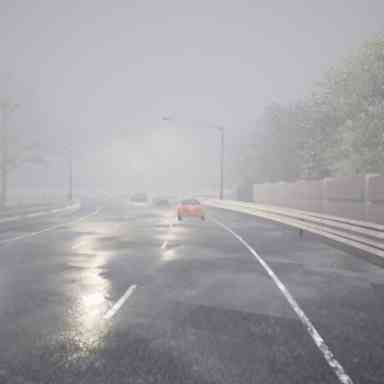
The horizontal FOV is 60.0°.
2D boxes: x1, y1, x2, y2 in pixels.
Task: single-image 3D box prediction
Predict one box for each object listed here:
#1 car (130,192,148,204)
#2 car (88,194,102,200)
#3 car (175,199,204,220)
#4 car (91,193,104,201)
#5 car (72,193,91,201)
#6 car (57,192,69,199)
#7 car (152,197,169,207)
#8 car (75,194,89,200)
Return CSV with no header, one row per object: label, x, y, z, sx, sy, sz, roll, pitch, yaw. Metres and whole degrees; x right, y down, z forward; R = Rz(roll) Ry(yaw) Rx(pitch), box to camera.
car,-9.938,1.090,62.480,2.150,2.045,5.566,1,0,-25
car,-25.593,1.226,87.431,1.994,1.385,4.181,1,0,-42
car,-0.277,1.340,27.986,2.097,1.767,4.553,1,0,-7
car,-22.051,1.074,76.952,2.097,1.767,4.553,1,0,-35
car,-24.996,1.238,75.056,1.994,1.385,4.181,1,0,-35
car,-31.108,1.150,83.117,2.033,1.411,5.357,1,0,-42
car,-4.683,1.439,48.761,1.837,1.490,4.892,1,0,-17
car,-28.153,1.167,85.034,1.812,1.442,4.674,1,0,-42
